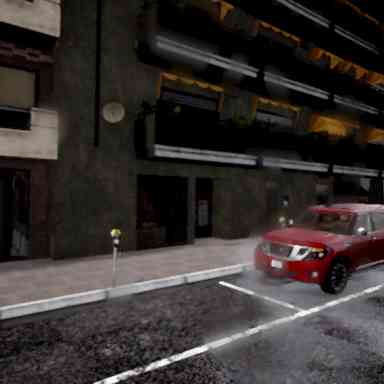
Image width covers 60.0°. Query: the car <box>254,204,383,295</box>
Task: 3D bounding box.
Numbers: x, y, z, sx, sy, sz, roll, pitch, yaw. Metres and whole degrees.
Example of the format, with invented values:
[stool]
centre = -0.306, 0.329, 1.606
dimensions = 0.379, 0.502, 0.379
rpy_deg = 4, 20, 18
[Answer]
[car]
centre = 3.948, 1.285, 8.888
dimensions = 5.009, 1.841, 2.192
rpy_deg = 0, 1, -35
